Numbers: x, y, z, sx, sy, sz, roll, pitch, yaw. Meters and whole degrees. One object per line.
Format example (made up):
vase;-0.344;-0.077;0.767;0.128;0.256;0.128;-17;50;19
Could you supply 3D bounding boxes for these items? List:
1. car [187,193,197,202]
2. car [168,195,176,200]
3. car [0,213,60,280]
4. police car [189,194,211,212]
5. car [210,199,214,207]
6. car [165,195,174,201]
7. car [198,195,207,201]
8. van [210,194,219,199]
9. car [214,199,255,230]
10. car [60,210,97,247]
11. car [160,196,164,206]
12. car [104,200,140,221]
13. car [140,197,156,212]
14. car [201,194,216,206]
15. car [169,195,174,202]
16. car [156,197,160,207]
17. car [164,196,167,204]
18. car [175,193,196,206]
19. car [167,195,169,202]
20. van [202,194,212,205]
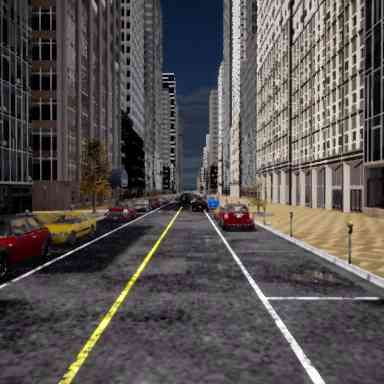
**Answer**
car;0.000;1.232;75.036;2.097;1.767;4.553;0;0;0
car;-5.697;1.565;94.863;1.802;1.307;4.206;-1;0;0
car;-5.699;1.437;9.609;1.967;1.590;4.097;-1;0;0
police car;0.900;1.418;39.167;1.930;1.638;5.238;0;0;0
car;2.683;1.520;26.830;1.752;1.417;4.829;-1;0;0
car;-5.697;1.536;83.496;2.008;1.369;4.403;-1;0;0
car;2.683;1.536;83.496;2.008;1.369;4.403;-1;0;0
van;2.681;1.333;43.711;1.690;1.788;3.998;-1;0;0
car;2.682;1.436;20.977;1.967;1.590;4.097;-1;0;0
car;-5.698;1.522;15.123;1.752;1.417;4.829;-1;0;0
car;-5.697;1.536;49.395;1.887;1.381;4.507;-1;0;0
car;-5.699;1.435;26.660;1.967;1.590;4.097;-1;0;0
car;-5.698;1.544;38.027;2.008;1.369;4.403;-1;0;0
car;2.681;1.305;55.078;2.192;1.841;5.009;-1;0;0
car;-5.698;1.538;72.129;2.008;1.369;4.403;-1;0;0
car;-5.697;1.558;43.711;1.947;1.339;4.313;-1;0;0
car;-5.698;1.541;55.078;2.008;1.369;4.403;-1;0;0
car;-0.135;1.185;55.445;2.150;2.045;5.566;-2;-1;24
car;-5.697;1.571;60.762;1.802;1.307;4.206;-1;0;0
van;2.681;1.331;60.762;1.690;1.788;3.998;-1;0;0
